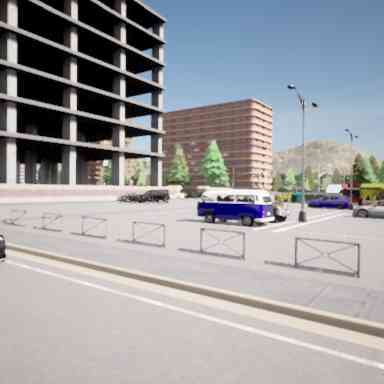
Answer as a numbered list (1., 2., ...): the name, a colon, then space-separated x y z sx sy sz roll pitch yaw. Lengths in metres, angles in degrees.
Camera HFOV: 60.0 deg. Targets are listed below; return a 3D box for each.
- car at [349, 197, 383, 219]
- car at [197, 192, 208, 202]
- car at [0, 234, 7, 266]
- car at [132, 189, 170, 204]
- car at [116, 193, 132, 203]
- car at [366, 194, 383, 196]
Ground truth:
1. car: 14.269 1.345 25.046 3.806 1.475 1.970 1 1 36
2. car: 0.595 0.601 61.680 1.994 1.385 4.181 1 1 35
3. car: -6.820 1.308 8.805 4.902 1.511 2.128 1 1 35
4. car: -5.397 0.613 47.270 2.150 2.045 5.566 1 1 35
5. car: -8.812 0.822 48.506 2.128 1.511 4.902 1 1 35
6. car: 17.478 1.102 29.609 4.605 1.855 1.932 1 1 36
